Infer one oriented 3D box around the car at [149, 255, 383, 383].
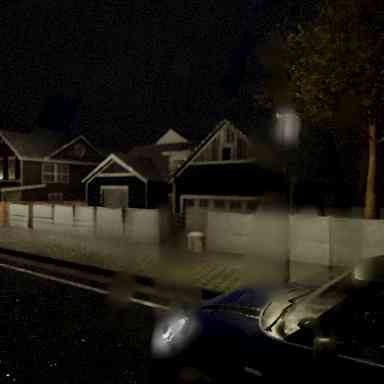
[{"bbox_3d":[1.796,1.353,2.709,4.553,1.767,2.097,0,0,36],"label":"car"}]
